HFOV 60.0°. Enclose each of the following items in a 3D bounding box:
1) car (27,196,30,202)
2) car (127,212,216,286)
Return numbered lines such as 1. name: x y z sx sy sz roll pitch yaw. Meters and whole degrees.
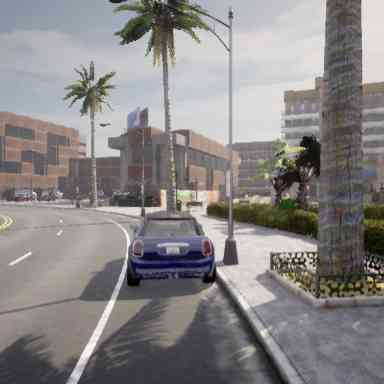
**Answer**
1. car: -36.889 1.215 70.776 4.553 1.767 2.185 0 0 22
2. car: -0.703 1.342 9.627 2.097 1.767 4.553 0 0 -7
